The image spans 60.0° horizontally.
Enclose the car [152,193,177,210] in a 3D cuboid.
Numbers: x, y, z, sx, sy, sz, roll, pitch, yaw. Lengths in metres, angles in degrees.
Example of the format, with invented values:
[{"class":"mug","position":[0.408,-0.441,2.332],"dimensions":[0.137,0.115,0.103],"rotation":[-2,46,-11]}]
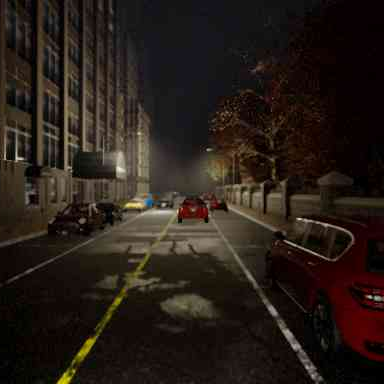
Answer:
[{"class":"car","position":[-3.081,1.235,38.972],"dimensions":[2.128,1.511,4.902],"rotation":[0,0,0]}]

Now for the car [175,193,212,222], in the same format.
[{"class":"car","position":[0.095,1.197,24.476],"dimensions":[2.097,1.767,4.553],"rotation":[0,0,0]}]

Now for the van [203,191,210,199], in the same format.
[{"class":"van","position":[3.647,0.732,82.694],"dimensions":[1.690,1.788,3.998],"rotation":[1,1,2]}]

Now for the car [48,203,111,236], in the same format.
[{"class":"car","position":[-5.832,1.333,17.213],"dimensions":[1.967,1.590,4.097],"rotation":[0,0,0]}]

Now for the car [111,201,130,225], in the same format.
[{"class":"car","position":[-5.834,1.422,22.774],"dimensions":[1.947,1.339,4.313],"rotation":[0,0,0]}]

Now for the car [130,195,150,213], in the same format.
[{"class":"car","position":[-5.699,1.306,33.724],"dimensions":[1.752,1.417,4.829],"rotation":[0,0,0]}]

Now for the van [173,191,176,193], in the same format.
[{"class":"van","position":[-5.016,0.825,72.008],"dimensions":[1.690,1.788,3.998],"rotation":[1,0,2]}]

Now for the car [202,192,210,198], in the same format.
[{"class":"car","position":[3.934,0.733,93.647],"dimensions":[1.967,1.590,4.097],"rotation":[1,1,1]}]

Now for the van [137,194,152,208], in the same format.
[{"class":"van","position":[-5.689,1.081,39.452],"dimensions":[1.690,1.788,3.998],"rotation":[1,0,0]}]

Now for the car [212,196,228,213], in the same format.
[{"class":"car","position":[2.690,1.363,33.629],"dimensions":[1.802,1.307,4.206],"rotation":[0,0,0]}]

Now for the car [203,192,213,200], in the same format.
[{"class":"car","position":[3.359,0.924,71.741],"dimensions":[1.967,1.590,4.097],"rotation":[1,0,2]}]

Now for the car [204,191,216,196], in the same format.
[{"class":"car","position":[2.929,0.934,55.311],"dimensions":[2.192,1.841,5.009],"rotation":[1,0,2]}]

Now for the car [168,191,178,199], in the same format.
[{"class":"car","position":[-4.729,0.706,82.951],"dimensions":[2.192,1.841,5.009],"rotation":[1,1,2]}]

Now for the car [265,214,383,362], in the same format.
[{"class":"car","position":[2.696,1.280,5.826],"dimensions":[2.192,1.841,5.009],"rotation":[0,0,0]}]

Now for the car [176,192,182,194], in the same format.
[{"class":"car","position":[-2.137,0.558,79.574],"dimensions":[1.812,1.442,4.674],"rotation":[0,0,2]}]

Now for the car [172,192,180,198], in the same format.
[{"class":"car","position":[-4.444,0.844,93.898],"dimensions":[2.008,1.369,4.403],"rotation":[1,1,2]}]

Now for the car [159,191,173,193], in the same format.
[{"class":"car","position":[-5.304,0.890,61.063],"dimensions":[2.192,1.841,5.009],"rotation":[1,0,2]}]

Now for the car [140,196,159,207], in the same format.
[{"class":"car","position":[-5.661,1.266,44.996],"dimensions":[1.947,1.339,4.313],"rotation":[1,0,1]}]
